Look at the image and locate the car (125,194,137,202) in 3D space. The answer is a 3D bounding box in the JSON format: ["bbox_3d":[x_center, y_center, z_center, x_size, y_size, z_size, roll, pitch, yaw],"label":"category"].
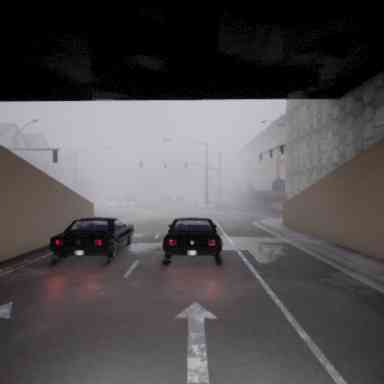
[{"bbox_3d":[-13.353,1.452,72.791,1.882,1.535,5.008,0,0,1],"label":"car"}]

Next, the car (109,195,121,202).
[{"bbox_3d":[-16.852,1.499,72.876,2.128,1.511,4.902,0,0,1],"label":"car"}]

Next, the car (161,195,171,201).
[{"bbox_3d":[-6.199,1.339,78.914,1.994,1.385,4.181,0,0,1],"label":"car"}]

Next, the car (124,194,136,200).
[{"bbox_3d":[-16.461,1.308,88.687,2.097,1.767,4.553,0,0,1],"label":"car"}]

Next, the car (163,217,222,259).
[{"bbox_3d":[0.032,1.596,12.539,1.895,1.301,4.718,0,0,1],"label":"car"}]

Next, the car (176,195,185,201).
[{"bbox_3d":[-2.700,1.339,78.829,1.994,1.385,4.181,0,0,1],"label":"car"}]

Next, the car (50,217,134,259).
[{"bbox_3d":[-3.468,1.596,12.537,1.895,1.301,4.718,0,0,1],"label":"car"}]
